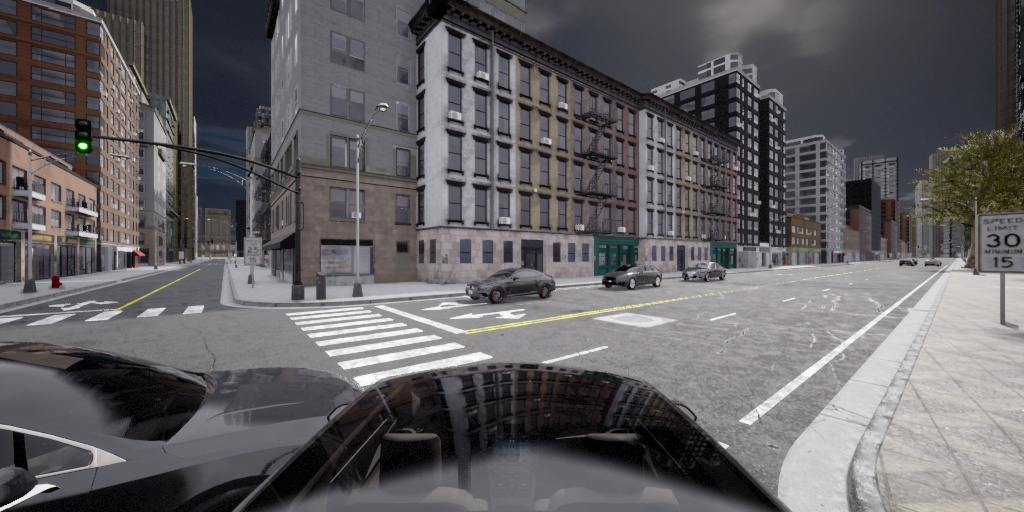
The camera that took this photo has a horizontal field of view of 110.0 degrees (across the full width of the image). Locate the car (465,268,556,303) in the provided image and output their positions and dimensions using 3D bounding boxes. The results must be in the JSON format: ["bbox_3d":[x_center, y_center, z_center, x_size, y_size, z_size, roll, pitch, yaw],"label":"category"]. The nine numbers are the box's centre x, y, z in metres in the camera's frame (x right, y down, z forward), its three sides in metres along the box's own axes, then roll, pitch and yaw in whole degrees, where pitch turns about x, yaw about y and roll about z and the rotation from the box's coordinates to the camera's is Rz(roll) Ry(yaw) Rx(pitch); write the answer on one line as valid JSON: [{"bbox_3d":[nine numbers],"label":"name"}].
[{"bbox_3d":[0.043,1.287,16.798,4.674,1.442,1.812,0,0,-39],"label":"car"}]

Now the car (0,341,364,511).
[{"bbox_3d":[-3.214,1.257,1.842,4.892,1.490,1.837,0,0,-34],"label":"car"}]

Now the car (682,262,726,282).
[{"bbox_3d":[15.806,1.237,29.417,4.902,1.511,2.128,0,0,-39],"label":"car"}]

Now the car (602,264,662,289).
[{"bbox_3d":[7.764,1.259,22.985,4.892,1.490,1.837,0,0,-39],"label":"car"}]
